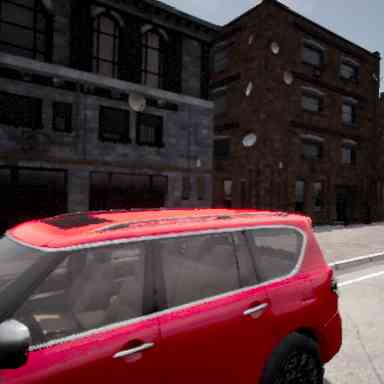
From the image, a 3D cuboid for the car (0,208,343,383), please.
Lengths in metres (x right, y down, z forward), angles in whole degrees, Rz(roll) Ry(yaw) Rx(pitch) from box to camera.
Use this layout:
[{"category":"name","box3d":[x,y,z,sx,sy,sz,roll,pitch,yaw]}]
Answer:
[{"category":"car","box3d":[-0.888,1.222,3.050,5.566,2.045,2.150,0,0,-35]}]
